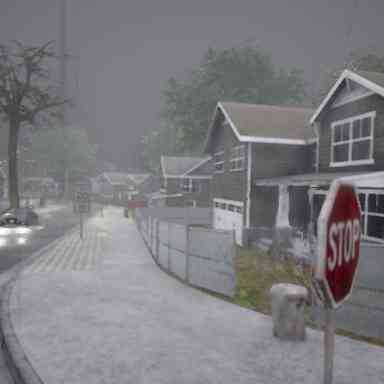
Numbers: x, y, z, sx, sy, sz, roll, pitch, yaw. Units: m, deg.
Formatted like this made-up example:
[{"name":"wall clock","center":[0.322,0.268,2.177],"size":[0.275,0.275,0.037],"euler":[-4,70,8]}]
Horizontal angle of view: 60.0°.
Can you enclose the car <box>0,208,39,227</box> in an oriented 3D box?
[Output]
[{"name":"car","center":[-13.209,1.908,25.585],"size":[1.994,1.385,4.181],"euler":[1,-1,-12]}]
